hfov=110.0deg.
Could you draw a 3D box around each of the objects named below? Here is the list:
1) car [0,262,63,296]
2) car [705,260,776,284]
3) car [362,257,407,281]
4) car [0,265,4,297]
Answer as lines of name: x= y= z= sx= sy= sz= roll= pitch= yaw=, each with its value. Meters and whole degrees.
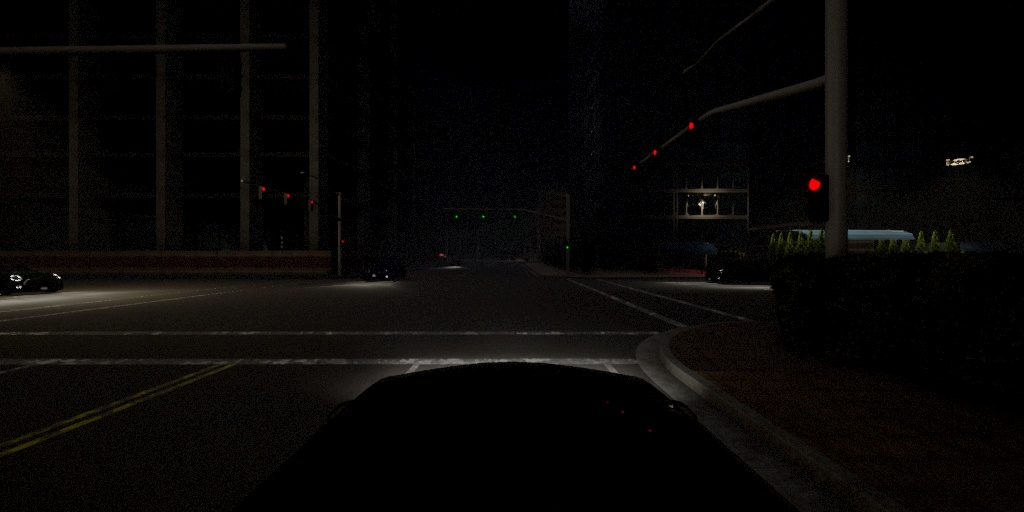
car: x=-26.416 y=1.103 z=18.554 sx=4.553 sy=1.767 sz=2.097 roll=0 pitch=0 yaw=0
car: x=16.666 y=1.102 z=26.154 sx=4.553 sy=1.767 sz=2.097 roll=0 pitch=0 yaw=0
car: x=-10.486 y=1.098 z=29.985 sx=2.150 sy=2.045 sz=5.566 roll=0 pitch=1 yaw=0
car: x=-25.178 y=1.254 z=15.046 sx=4.892 sy=1.490 sz=1.837 roll=0 pitch=0 yaw=0
